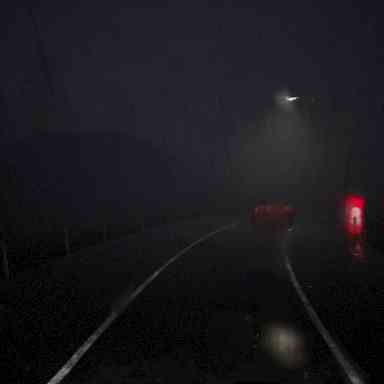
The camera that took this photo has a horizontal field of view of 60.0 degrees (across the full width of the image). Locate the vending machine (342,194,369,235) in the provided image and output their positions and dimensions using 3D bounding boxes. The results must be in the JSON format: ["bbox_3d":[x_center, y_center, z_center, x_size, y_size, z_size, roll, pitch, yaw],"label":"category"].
[{"bbox_3d":[9.146,1.228,18.690,1.100,2.100,0.880,7,7,23],"label":"vending machine"}]

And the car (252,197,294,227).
[{"bbox_3d":[5.534,1.199,22.213,2.097,1.767,4.553,3,1,24],"label":"car"}]

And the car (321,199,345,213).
[{"bbox_3d":[16.782,1.546,38.205,5.357,1.411,2.033,1,3,-45],"label":"car"}]
